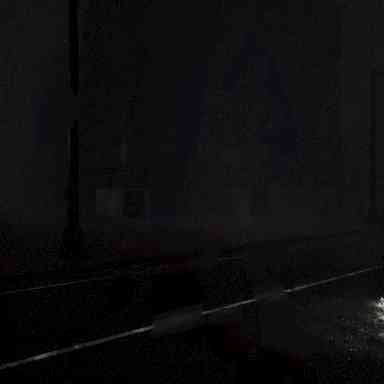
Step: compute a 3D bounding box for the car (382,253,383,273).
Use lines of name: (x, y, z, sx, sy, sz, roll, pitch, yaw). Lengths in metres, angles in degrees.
car: (6.999, 1.491, 8.947, 4.902, 1.511, 2.128, 0, 0, -35)
